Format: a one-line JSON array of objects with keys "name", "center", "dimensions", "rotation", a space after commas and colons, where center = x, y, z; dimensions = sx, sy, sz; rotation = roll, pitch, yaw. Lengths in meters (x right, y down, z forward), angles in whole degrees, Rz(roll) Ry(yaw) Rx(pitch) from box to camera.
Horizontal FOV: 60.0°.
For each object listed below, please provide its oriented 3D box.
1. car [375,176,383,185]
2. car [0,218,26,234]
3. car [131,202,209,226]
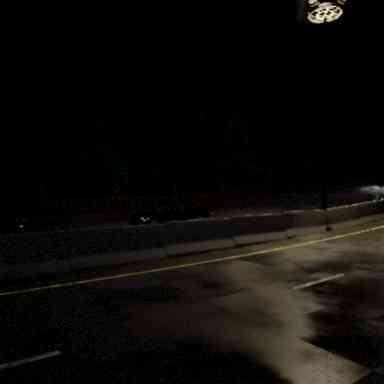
[{"name": "car", "center": [26.380, -1.681, 44.370], "dimensions": [4.718, 1.301, 1.895], "rotation": [-8, 5, -35]}, {"name": "car", "center": [-9.991, 1.555, 13.949], "dimensions": [5.357, 1.411, 2.033], "rotation": [0, 0, -35]}, {"name": "car", "center": [-1.243, 1.384, 20.198], "dimensions": [5.008, 1.535, 1.882], "rotation": [-2, 1, -36]}]
